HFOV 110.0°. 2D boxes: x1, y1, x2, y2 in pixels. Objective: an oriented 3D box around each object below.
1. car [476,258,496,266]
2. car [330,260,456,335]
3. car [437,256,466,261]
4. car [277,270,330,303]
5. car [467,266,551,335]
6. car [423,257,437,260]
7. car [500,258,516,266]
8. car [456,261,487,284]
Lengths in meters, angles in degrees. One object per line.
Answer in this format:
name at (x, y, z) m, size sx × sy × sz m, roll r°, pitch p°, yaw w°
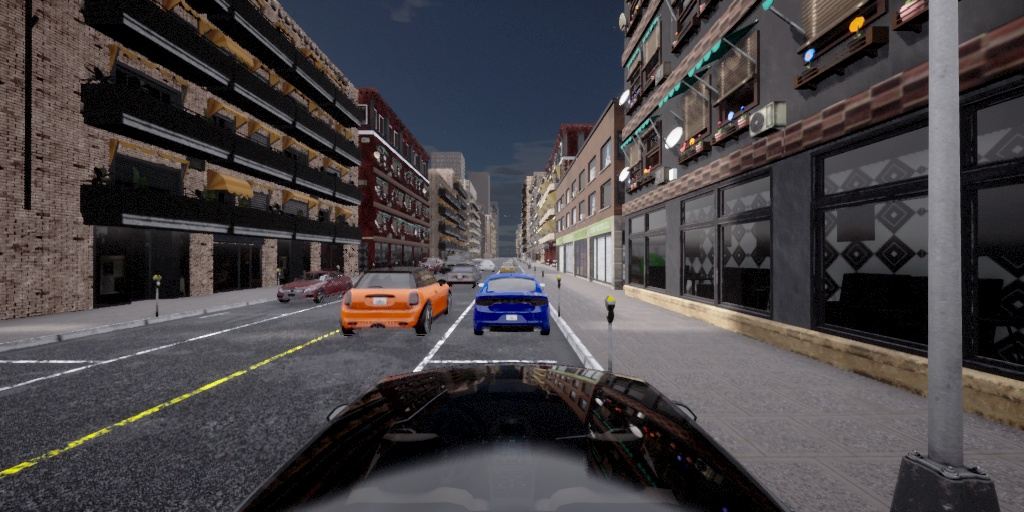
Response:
car at (-3.064, 1.274, 44.775) m, size 1.812 × 1.442 × 4.674 m, roll 0°, pitch 0°, yaw 0°
car at (-3.146, 1.102, 10.663) m, size 2.097 × 1.767 × 4.553 m, roll 0°, pitch 0°, yaw 0°
car at (-6.231, 0.970, 39.197) m, size 2.150 × 2.045 × 5.566 m, roll 0°, pitch 0°, yaw 0°
car at (-8.837, 1.333, 16.462) m, size 1.802 × 1.307 × 4.207 m, roll 0°, pitch 0°, yaw 0°
car at (-0.005, 1.228, 10.499) m, size 1.882 × 1.535 × 5.008 m, roll 0°, pitch 0°, yaw 0°
car at (-8.837, 1.064, 39.007) m, size 2.192 × 1.841 × 5.009 m, roll 0°, pitch 0°, yaw 0°
car at (-0.456, 1.275, 39.173) m, size 1.751 × 1.417 × 4.829 m, roll 0°, pitch 0°, yaw 0°
car at (-3.081, 1.298, 23.821) m, size 2.033 × 1.411 × 5.357 m, roll 0°, pitch 0°, yaw 0°
